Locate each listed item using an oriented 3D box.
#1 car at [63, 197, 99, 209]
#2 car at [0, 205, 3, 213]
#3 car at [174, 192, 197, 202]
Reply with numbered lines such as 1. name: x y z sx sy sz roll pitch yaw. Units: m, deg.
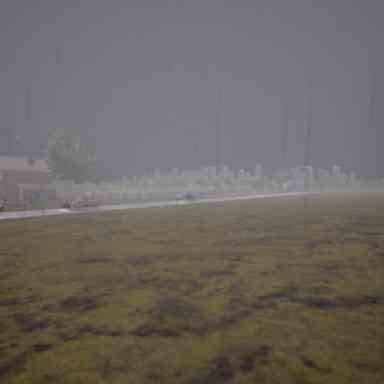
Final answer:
1. car: -12.971 1.263 39.031 1.994 1.385 4.181 1 2 36
2. car: -19.482 1.485 30.009 1.994 1.385 4.181 1 2 34
3. car: -1.031 0.782 55.524 1.837 1.490 4.892 1 1 36
